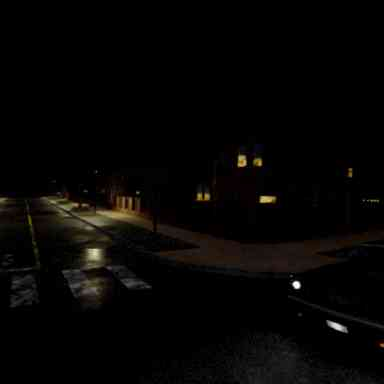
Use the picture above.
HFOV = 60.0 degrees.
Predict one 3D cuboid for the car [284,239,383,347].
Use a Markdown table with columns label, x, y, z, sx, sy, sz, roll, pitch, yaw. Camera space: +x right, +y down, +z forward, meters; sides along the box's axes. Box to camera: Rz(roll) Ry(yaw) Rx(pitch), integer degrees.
| label | x | y | z | sx | sy | sz | roll | pitch | yaw |
| --- | --- | --- | --- | --- | --- | --- | --- | --- | --- |
| car | 3.788 | 1.617 | 6.047 | 4.718 | 1.301 | 1.895 | 1 | 1 | -38 |
